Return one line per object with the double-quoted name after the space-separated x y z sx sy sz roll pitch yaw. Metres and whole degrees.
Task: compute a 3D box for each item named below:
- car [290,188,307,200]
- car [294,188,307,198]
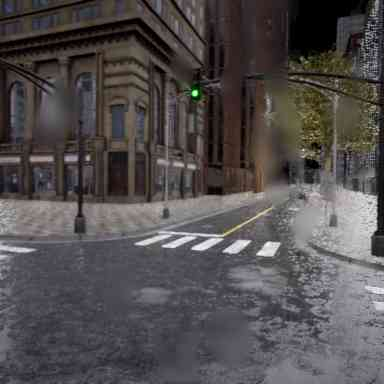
15.271 0.224 47.697 2.097 1.767 4.553 1 2 20 "car"
18.651 0.137 57.070 1.812 1.442 4.674 1 2 20 "car"
